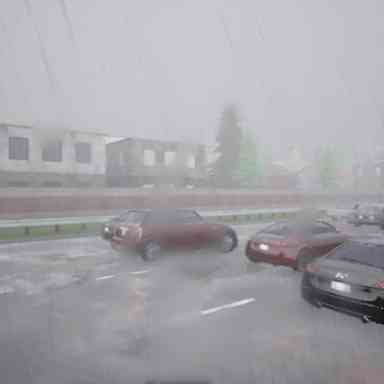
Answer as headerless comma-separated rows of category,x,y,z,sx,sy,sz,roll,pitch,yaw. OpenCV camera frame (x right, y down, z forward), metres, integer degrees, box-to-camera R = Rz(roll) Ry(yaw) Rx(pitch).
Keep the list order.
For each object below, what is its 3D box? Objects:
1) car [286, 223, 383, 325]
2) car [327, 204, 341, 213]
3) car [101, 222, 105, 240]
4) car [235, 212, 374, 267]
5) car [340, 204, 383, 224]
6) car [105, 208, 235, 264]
car,4.133,1.555,6.739,4.181,1.385,1.994,0,0,-35
car,12.546,1.569,25.629,4.718,1.301,1.895,0,0,-35
car,-1.970,1.554,15.283,4.181,1.385,1.994,0,0,-35
car,3.712,1.552,10.727,4.181,1.385,1.994,0,0,-35
car,11.935,1.520,20.916,5.357,1.411,2.033,0,0,-35
car,-0.468,1.342,12.062,4.553,1.767,2.097,0,0,-35
